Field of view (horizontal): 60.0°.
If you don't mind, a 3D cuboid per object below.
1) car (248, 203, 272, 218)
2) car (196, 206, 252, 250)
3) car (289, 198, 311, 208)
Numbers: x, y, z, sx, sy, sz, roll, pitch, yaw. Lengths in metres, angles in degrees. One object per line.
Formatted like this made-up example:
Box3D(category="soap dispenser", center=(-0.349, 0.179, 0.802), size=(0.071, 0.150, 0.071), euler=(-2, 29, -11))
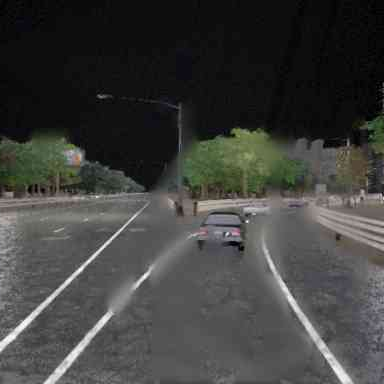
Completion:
Box3D(category="car", center=(6.262, 1.643, 31.139), size=(1.895, 1.301, 4.718), euler=(0, 0, 22))
Box3D(category="car", center=(1.421, 1.561, 14.406), size=(2.033, 1.411, 5.357), euler=(0, 0, 11))
Box3D(category="car", center=(15.826, 1.625, 48.490), size=(2.033, 1.411, 5.357), euler=(0, 0, 36))
